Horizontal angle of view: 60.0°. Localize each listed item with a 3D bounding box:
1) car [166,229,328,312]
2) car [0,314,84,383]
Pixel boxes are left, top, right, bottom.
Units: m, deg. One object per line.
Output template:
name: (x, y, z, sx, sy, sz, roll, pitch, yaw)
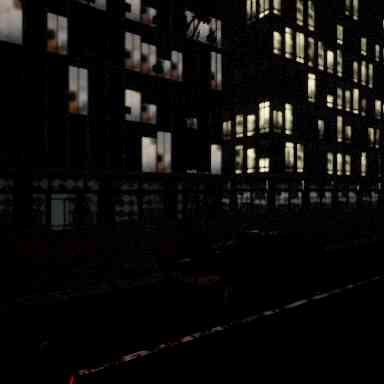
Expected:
car: (1.417, 1.546, 7.572, 4.206, 1.307, 1.802, 0, 1, -36)
car: (-2.918, 1.502, 1.297, 4.902, 1.511, 2.128, 0, 0, -36)
